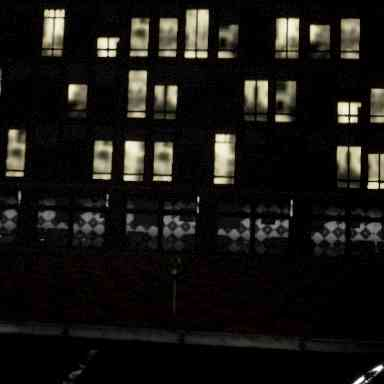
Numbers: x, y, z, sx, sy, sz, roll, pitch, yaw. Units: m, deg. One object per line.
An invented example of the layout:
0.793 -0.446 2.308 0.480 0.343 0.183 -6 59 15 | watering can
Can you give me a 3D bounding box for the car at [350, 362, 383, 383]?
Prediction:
3.258 1.579 1.864 4.553 1.767 2.097 2 -3 3 | car
